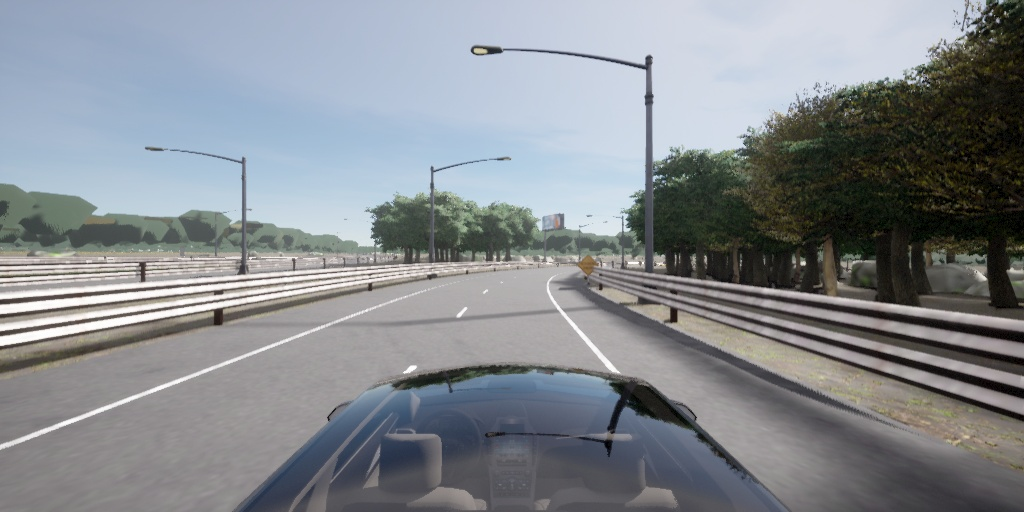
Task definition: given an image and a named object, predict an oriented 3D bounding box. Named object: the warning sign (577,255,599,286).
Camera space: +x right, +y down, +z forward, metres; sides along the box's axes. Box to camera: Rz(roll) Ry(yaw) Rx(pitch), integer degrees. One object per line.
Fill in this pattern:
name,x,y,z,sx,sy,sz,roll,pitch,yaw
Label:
warning sign,4.618,0.851,21.673,1.300,1.860,1.060,0,0,5
